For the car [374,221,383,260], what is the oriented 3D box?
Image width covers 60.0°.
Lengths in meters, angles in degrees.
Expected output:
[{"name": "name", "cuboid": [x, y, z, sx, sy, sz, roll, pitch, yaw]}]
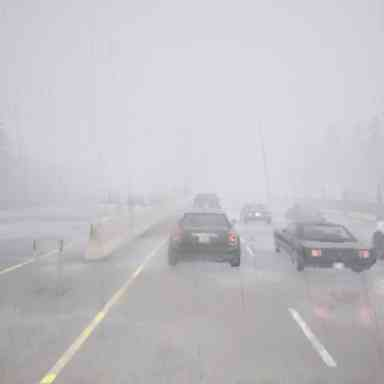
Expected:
[{"name": "car", "cuboid": [7.369, 1.292, 9.550, 2.150, 2.045, 5.566, 1, -1, 3]}]

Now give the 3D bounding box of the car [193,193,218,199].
[{"name": "car", "cuboid": [1.210, 1.110, 27.073, 2.150, 2.045, 5.566, 1, 1, 3]}]

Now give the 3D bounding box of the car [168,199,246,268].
[{"name": "car", "cuboid": [0.452, 1.307, 11.315, 2.097, 1.767, 4.553, 1, 1, 3]}]

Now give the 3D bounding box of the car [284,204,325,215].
[{"name": "car", "cuboid": [8.044, 1.565, 24.100, 2.033, 1.411, 5.357, 1, 0, 3]}]

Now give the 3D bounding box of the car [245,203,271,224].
[{"name": "car", "cuboid": [4.548, 1.505, 24.268, 2.033, 1.411, 5.357, 1, 0, 3]}]

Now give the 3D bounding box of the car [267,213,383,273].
[{"name": "car", "cuboid": [3.924, 1.613, 10.811, 1.895, 1.301, 4.718, 1, 0, 3]}]
